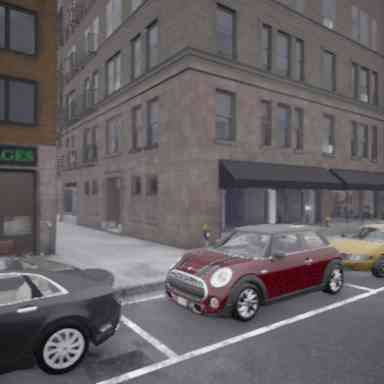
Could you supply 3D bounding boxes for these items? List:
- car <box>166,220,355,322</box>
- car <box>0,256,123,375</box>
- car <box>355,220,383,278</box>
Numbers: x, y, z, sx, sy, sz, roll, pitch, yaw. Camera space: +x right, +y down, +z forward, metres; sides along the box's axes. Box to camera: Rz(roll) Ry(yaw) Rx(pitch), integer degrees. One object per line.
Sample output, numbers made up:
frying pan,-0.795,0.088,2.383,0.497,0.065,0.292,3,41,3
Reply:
car,1.444,1.472,7.224,4.097,1.590,1.967,0,0,-36
car,-3.045,1.552,4.013,4.403,1.369,2.008,0,0,-36
car,5.794,1.587,10.335,4.829,1.417,1.752,0,0,-36
